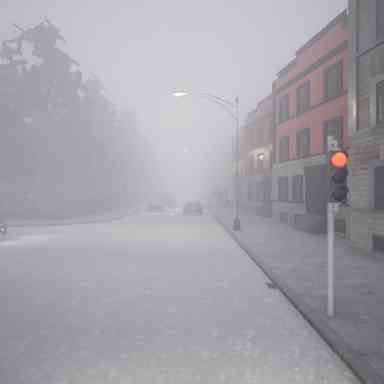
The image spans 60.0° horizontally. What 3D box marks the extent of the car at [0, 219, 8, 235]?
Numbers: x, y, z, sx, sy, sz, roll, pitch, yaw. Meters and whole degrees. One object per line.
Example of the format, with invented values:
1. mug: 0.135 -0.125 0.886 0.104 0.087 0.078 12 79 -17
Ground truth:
1. car: -11.229 1.505 15.483 4.892 1.490 1.837 0 0 -1

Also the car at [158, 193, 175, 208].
1. car: -4.088 1.221 49.539 2.150 2.045 5.566 0 0 0

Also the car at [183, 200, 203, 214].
1. car: 0.108 1.564 35.089 1.994 1.385 4.181 0 0 0

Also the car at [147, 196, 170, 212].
1. car: -4.095 1.547 39.352 2.033 1.411 5.357 0 0 0
